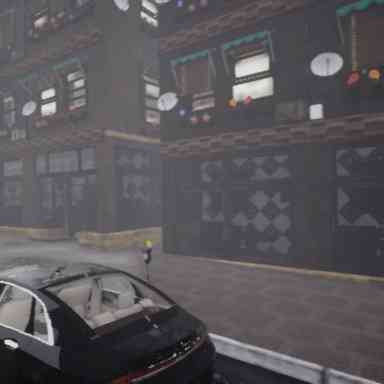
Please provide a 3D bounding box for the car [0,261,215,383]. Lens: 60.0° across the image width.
[{"bbox_3d":[-1.826,1.542,4.037,4.403,1.369,2.008,0,-1,35],"label":"car"}]
